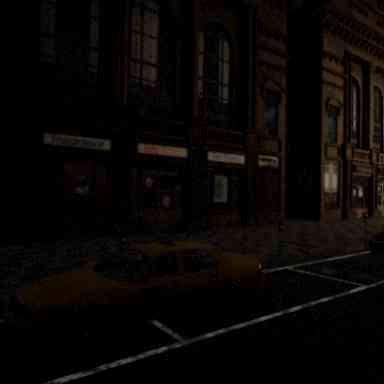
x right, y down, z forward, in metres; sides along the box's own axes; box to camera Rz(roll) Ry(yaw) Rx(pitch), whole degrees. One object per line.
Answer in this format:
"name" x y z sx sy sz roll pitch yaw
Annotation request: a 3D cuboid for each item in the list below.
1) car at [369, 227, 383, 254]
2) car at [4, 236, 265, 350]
"car" 8.560 1.735 12.889 4.206 1.307 1.802 1 0 -36
"car" -0.724 1.558 6.243 4.829 1.417 1.752 1 0 -36
